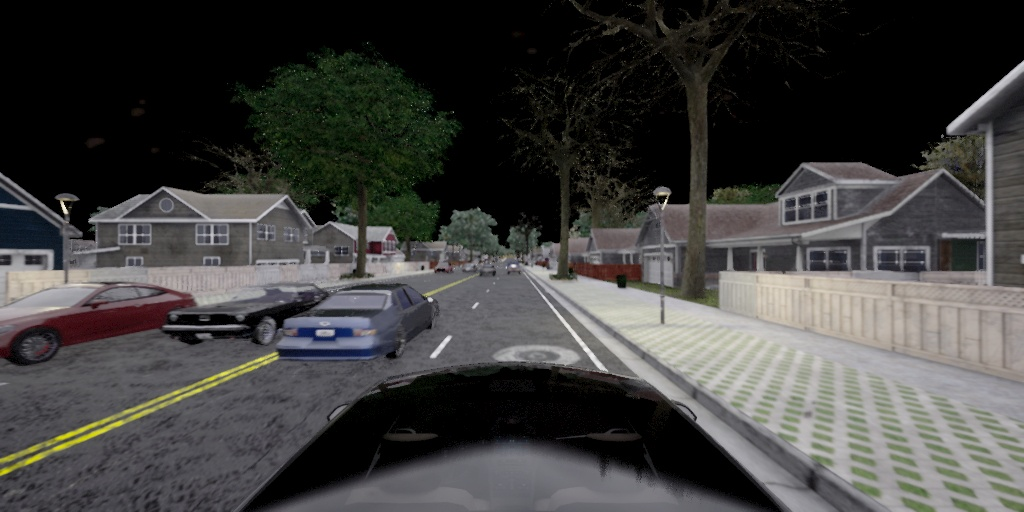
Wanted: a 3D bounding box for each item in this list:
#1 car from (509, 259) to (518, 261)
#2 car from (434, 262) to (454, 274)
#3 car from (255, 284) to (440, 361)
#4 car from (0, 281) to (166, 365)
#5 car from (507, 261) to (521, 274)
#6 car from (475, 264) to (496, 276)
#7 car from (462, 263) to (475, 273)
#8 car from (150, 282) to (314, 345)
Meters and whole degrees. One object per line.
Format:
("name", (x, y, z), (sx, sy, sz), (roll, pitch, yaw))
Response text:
("car", (0.242, 1.650, 64.761), (2.150, 2.045, 5.566), (0, -1, 0))
("car", (-9.641, 1.626, 50.894), (2.097, 1.767, 4.553), (0, 0, 0))
("car", (-3.127, 1.366, 8.532), (2.033, 1.411, 5.357), (0, -1, 0))
("car", (-9.830, 1.342, 8.329), (1.812, 1.442, 4.674), (0, -1, 0))
("car", (0.279, 1.816, 50.082), (2.033, 1.411, 5.357), (0, -1, 1))
("car", (-2.986, 1.703, 44.898), (2.128, 1.511, 4.902), (0, -1, 0))
("car", (-6.372, 1.805, 54.123), (2.128, 1.511, 4.902), (0, -1, 1))
("car", (-6.573, 1.434, 9.873), (1.895, 1.301, 4.718), (0, -1, 0))
